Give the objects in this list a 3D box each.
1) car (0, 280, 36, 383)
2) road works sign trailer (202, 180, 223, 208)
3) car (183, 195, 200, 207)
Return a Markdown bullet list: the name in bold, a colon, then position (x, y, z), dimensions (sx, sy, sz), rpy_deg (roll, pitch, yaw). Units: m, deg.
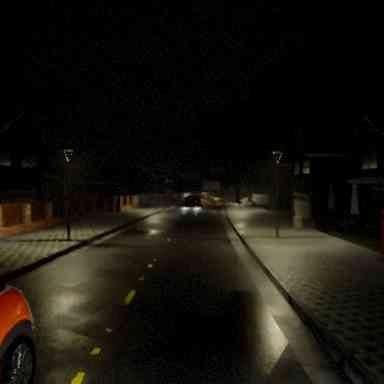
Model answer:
- **car**: position (-2.799, 1.335, 1.781), dimensions (2.097, 1.767, 4.553), rpy_deg (0, 0, 1)
- **road works sign trailer**: position (2.503, 0.208, 42.677), dimensions (2.380, 3.560, 2.880), rpy_deg (0, 0, 7)
- **car**: position (0.013, 1.200, 45.426), dimensions (1.882, 1.535, 5.008), rpy_deg (0, 0, 7)
